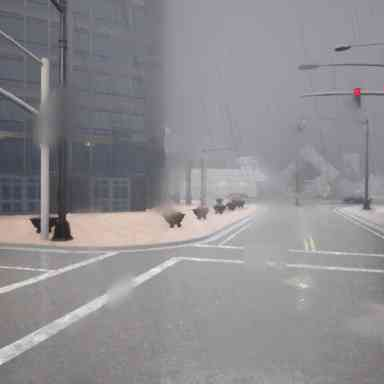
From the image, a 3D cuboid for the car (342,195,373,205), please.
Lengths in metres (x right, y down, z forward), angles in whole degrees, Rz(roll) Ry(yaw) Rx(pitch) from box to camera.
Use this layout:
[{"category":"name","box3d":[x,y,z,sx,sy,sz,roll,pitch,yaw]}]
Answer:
[{"category":"car","box3d":[27.695,1.397,55.730,4.902,1.511,2.128,0,1,-4]}]

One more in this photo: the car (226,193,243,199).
[{"category":"car","box3d":[10.900,1.055,88.661,2.097,1.767,4.553,0,0,40]}]
